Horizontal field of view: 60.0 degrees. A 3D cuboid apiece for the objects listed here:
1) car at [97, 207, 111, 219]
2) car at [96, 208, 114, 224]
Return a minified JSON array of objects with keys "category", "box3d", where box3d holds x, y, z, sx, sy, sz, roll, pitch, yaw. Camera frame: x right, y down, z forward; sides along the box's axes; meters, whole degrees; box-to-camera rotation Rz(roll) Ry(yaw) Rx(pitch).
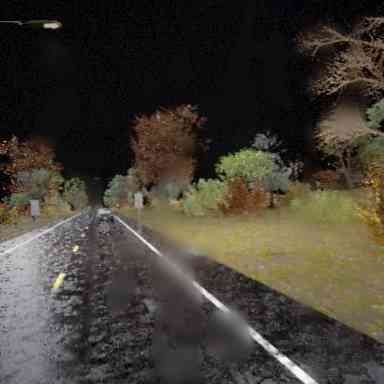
[{"category":"car","box3d":[-13.035,3.108,49.251,1.812,1.442,4.674,-4,-1,-15]},{"category":"car","box3d":[-9.894,2.716,37.803,1.812,1.442,4.674,-4,-1,-16]}]
